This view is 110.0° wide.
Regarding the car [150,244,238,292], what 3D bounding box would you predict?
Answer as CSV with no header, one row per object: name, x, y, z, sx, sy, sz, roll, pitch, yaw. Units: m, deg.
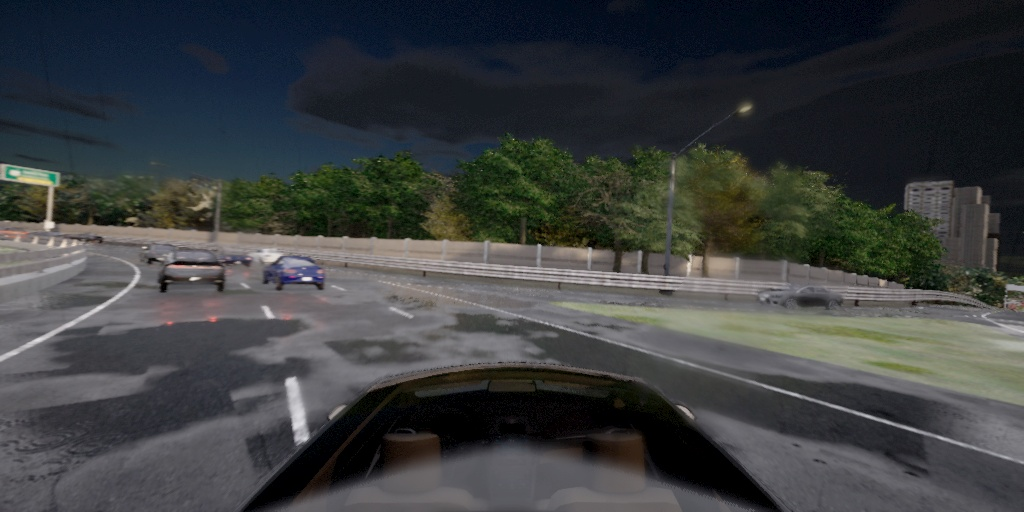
car,-12.725,0.499,14.294,2.128,1.511,4.902,4,0,-43

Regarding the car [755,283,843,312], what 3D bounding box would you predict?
car,17.159,2.409,21.478,4.902,1.511,2.128,4,0,-10

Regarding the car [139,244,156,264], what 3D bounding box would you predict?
car,-25.319,-0.167,25.940,4.181,1.385,1.994,4,0,38

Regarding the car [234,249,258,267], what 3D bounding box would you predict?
car,-21.519,0.114,27.383,4.718,1.301,1.895,3,0,39

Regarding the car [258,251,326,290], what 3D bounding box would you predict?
car,-10.079,0.709,16.579,1.812,1.442,4.674,4,-1,-43

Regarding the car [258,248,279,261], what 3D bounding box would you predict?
car,-21.939,0.034,32.172,4.674,1.442,1.812,4,0,38
